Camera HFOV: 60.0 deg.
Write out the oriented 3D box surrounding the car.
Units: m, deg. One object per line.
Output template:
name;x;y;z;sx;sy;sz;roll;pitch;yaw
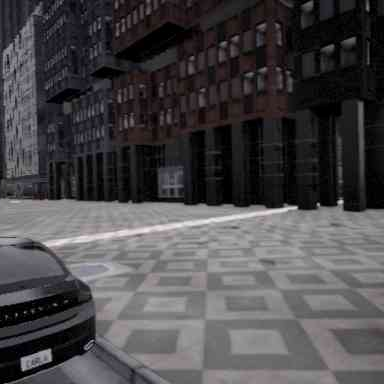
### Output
car;-3.234;1.491;5.217;1.837;1.490;4.892;-2;1;-42
